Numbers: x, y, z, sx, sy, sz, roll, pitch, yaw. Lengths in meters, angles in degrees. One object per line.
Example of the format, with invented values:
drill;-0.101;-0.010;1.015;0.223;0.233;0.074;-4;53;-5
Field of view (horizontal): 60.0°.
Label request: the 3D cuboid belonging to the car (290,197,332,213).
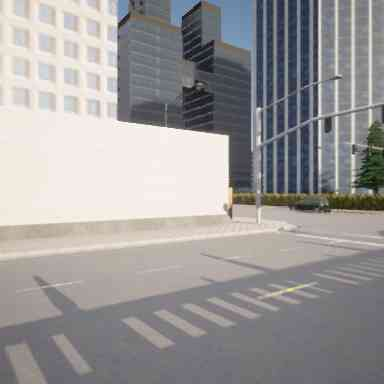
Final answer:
car;13.306;1.339;37.566;2.097;1.767;4.553;0;0;-36
